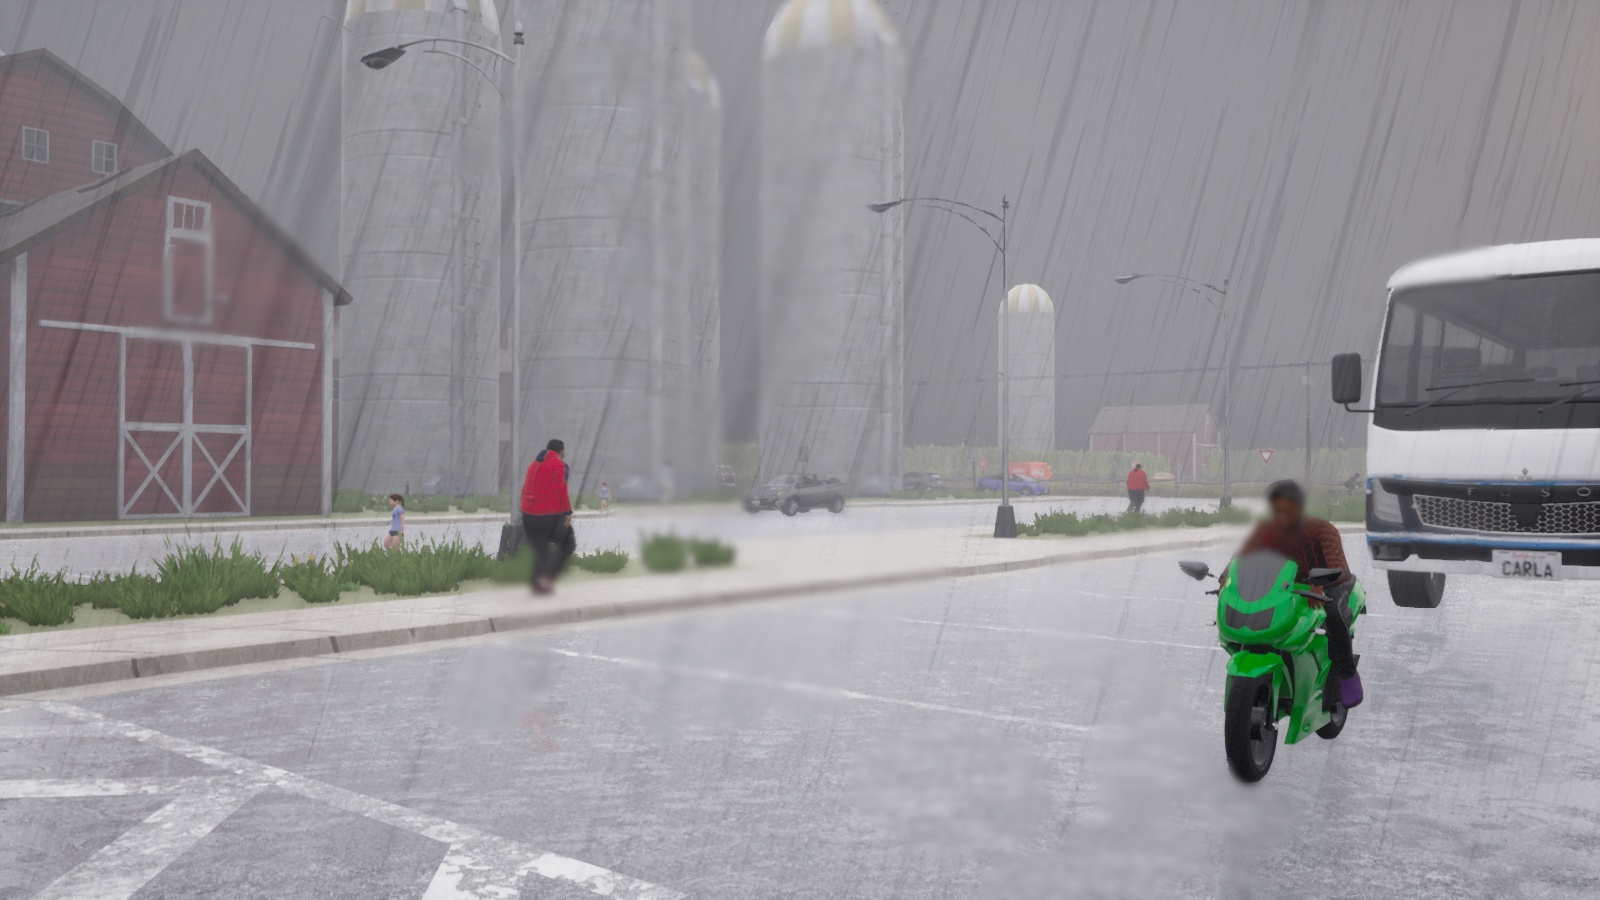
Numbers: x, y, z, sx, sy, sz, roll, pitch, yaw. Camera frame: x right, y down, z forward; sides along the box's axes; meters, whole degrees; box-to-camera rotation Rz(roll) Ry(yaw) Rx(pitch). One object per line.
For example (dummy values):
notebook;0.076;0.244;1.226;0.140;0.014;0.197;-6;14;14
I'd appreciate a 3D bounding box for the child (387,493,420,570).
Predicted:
child;-5.870;1.196;18.588;0.394;1.110;0.255;0;-1;-36

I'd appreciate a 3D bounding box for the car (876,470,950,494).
car;7.982;2.243;88.962;4.856;1.649;2.033;-1;-1;40

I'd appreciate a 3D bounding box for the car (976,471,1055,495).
car;13.664;2.079;79.848;4.514;1.525;2.007;-1;-1;39

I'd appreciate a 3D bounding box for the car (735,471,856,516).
car;-0.106;1.543;45.295;2.007;1.525;4.514;-1;-1;38

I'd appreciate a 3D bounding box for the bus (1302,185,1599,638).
bus;10.089;-0.324;16.289;3.944;4.253;10.273;-1;-1;38

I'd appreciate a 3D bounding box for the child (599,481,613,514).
child;-6.608;1.614;42.717;0.255;1.110;0.394;-1;-1;44

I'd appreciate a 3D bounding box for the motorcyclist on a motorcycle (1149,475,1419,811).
motorcyclist on a motorcycle;2.679;0.903;6.796;0.797;1.523;2.044;-1;-1;38

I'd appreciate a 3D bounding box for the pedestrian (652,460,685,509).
pedestrian;-4.997;1.311;47.743;0.874;1.855;0.900;-1;-1;24

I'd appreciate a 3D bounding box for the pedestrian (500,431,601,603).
pedestrian;-2.775;0.724;13.996;0.634;1.844;0.899;-1;-1;38

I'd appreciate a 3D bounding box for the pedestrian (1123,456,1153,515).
pedestrian;10.723;1.111;39.842;0.634;1.844;0.899;-1;-1;37

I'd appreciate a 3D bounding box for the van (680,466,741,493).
van;-6.884;2.227;96.350;4.480;2.038;2.069;-1;-1;39
